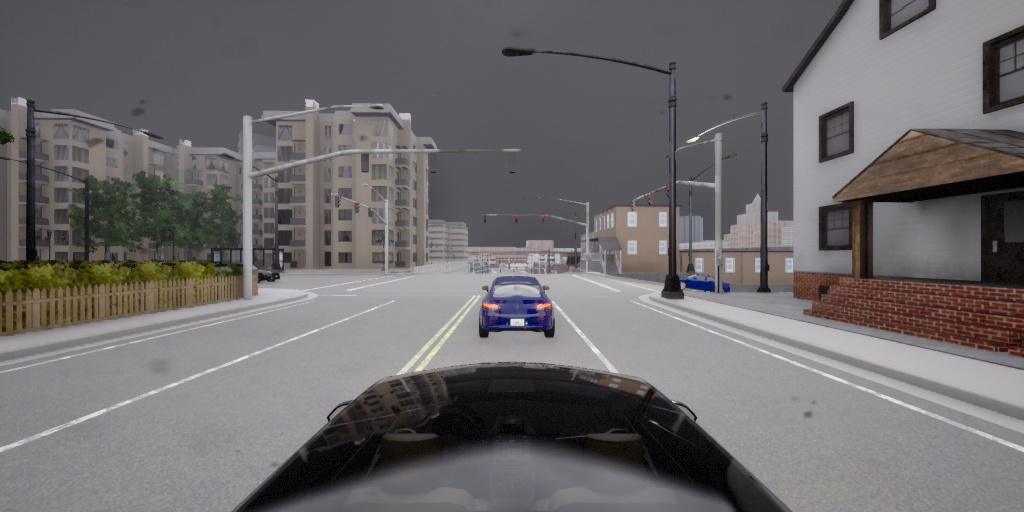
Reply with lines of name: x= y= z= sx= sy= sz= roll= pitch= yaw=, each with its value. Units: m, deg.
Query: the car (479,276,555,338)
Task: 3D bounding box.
car: x=0.110 y=1.276 z=10.098 sx=1.812 sy=1.442 sz=4.674 roll=0 pitch=0 yaw=0

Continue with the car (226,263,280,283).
car: x=-19.886 y=1.255 z=26.595 sx=4.892 sy=1.490 sz=1.837 roll=0 pitch=0 yaw=1

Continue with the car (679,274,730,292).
car: x=15.377 y=2.209 z=29.782 sx=5.008 sy=1.535 sz=1.882 roll=9 pitch=0 yaw=1
